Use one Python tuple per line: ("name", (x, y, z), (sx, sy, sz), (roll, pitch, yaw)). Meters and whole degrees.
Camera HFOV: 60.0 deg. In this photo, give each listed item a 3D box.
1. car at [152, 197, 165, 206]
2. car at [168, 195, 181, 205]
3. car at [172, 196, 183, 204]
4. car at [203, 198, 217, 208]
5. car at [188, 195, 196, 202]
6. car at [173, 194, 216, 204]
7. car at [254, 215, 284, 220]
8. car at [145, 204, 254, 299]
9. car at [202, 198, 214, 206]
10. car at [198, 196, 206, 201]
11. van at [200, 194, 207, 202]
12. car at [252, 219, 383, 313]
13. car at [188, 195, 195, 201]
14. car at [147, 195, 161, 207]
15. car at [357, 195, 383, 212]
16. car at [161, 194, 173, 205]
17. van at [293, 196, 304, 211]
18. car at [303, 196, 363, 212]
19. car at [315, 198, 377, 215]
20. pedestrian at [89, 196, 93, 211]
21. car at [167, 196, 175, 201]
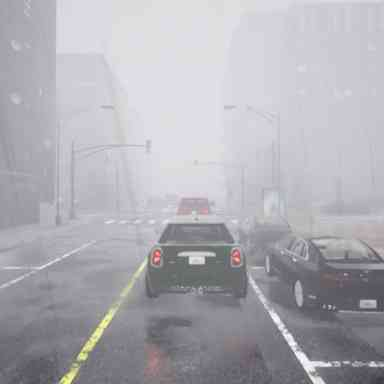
("car", (-5.684, 1.650, 56.888), (1.887, 1.381, 4.507), (1, 0, 0))
("car", (-3.074, 1.464, 60.538), (2.097, 1.767, 4.553), (0, 0, 0))
("car", (-3.006, 1.657, 70.608), (2.128, 1.511, 4.902), (0, 0, 0))
("car", (2.696, 1.661, 51.278), (1.947, 1.339, 4.313), (1, 0, 0))
("car", (-0.008, 1.629, 80.383), (1.882, 1.535, 5.008), (0, 0, 0))
("car", (0.249, 1.262, 21.525), (2.150, 2.045, 5.566), (0, 0, 3))
("car", (2.829, 1.574, 13.085), (2.008, 1.369, 4.403), (1, 0, 0))
("car", (0.100, 1.367, 8.631), (2.097, 1.767, 4.553), (0, 0, 0))
("car", (2.696, 1.687, 56.848), (1.802, 1.307, 4.206), (1, 0, 0))
("car", (2.693, 1.715, 90.275), (1.887, 1.381, 4.507), (1, 0, 0))
("van", (2.696, 1.490, 79.134), (1.690, 1.788, 3.998), (1, 0, 0))
("car", (2.830, 1.564, 7.515), (2.008, 1.369, 4.403), (1, 0, 0))
("car", (-0.008, 1.671, 90.454), (1.837, 1.490, 4.892), (0, 0, 0))
("car", (-5.680, 1.410, 51.317), (2.192, 1.841, 5.009), (1, 0, 0))
("car", (19.288, 1.284, 38.060), (5.009, 1.841, 2.192), (0, 0, 0))
("car", (-3.125, 1.315, 50.969), (2.150, 2.045, 5.566), (0, 0, 0))
("van", (13.760, 1.353, 38.099), (3.998, 1.788, 1.690), (0, 0, 0))
("car", (14.985, 1.438, 35.497), (5.008, 1.535, 1.882), (0, -1, 2))
("car", (13.701, 1.457, 29.717), (4.206, 1.307, 1.802), (0, -1, 0))
("pedestrian", (-12.532, 1.408, 41.241), (0.375, 1.860, 0.375), (0, 0, 0))
("car", (-5.688, 1.736, 90.314), (1.947, 1.339, 4.313), (1, 0, 0))
